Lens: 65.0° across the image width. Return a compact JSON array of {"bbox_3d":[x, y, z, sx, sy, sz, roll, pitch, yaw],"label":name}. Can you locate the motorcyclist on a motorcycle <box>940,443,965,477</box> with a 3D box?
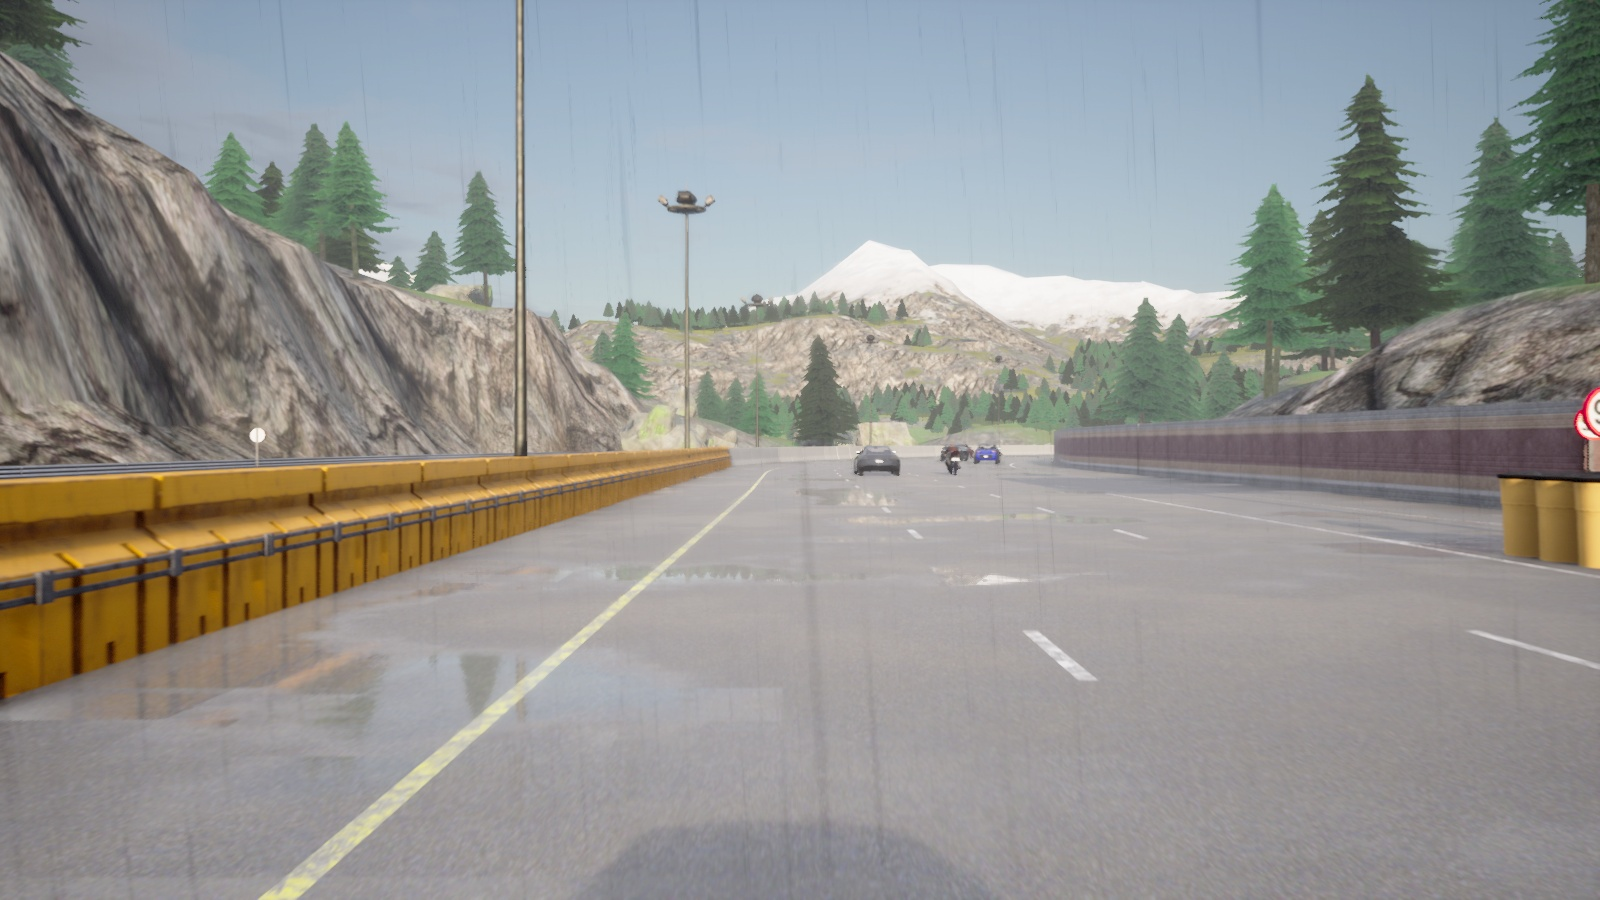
[{"bbox_3d":[7.070,0.458,58.397,0.866,1.530,2.191,0,0,0],"label":"motorcyclist on a motorcycle"}]

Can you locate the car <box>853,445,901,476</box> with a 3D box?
[{"bbox_3d":[3.570,0.482,58.782,1.994,1.385,4.181,0,0,0],"label":"car"}]

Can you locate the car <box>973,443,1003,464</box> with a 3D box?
[{"bbox_3d":[13.537,0.262,90.226,1.816,1.474,4.193,0,0,12],"label":"car"}]
